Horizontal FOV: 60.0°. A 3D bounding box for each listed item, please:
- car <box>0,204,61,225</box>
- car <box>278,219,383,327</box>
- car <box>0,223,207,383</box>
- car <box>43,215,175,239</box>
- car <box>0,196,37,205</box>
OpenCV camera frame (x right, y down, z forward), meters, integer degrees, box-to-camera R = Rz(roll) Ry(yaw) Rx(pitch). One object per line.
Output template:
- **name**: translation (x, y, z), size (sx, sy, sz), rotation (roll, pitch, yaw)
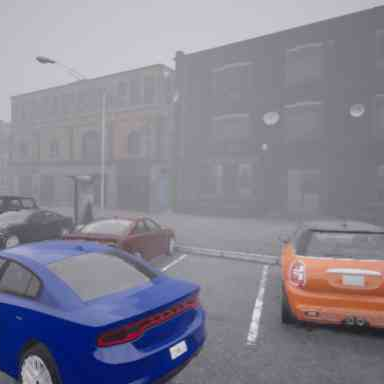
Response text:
- **car**: translation (-6.996, 1.470, 13.865), size (2.097, 1.535, 5.008), rotation (1, -1, 14)
- **car**: translation (2.934, 1.353, 6.977), size (2.185, 1.767, 4.553), rotation (0, -1, 15)
- **car**: translation (-2.165, 1.474, 4.860), size (5.008, 1.535, 1.882), rotation (0, 0, 35)
- **car**: translation (-2.013, 1.474, 10.456), size (2.097, 1.535, 5.008), rotation (0, -1, 14)
- **car**: translation (-9.513, 1.216, 15.513), size (2.435, 2.045, 5.566), rotation (1, -1, 13)
